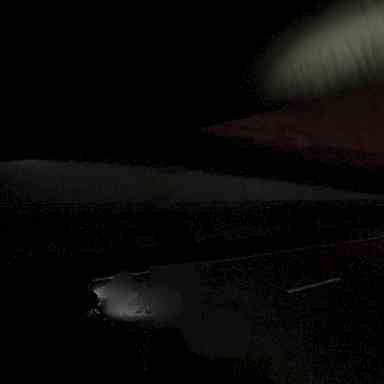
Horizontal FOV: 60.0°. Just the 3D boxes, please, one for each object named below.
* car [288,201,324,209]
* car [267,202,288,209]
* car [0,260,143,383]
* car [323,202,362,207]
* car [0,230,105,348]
[{"bbox_3d":[12.547,1.666,34.426,5.008,1.535,1.882,1,0,-35],"label":"car"},{"bbox_3d":[10.593,1.789,37.330,4.718,1.301,1.895,1,0,-35],"label":"car"},{"bbox_3d":[-2.655,1.472,1.855,5.008,1.535,1.882,0,0,-36],"label":"car"},{"bbox_3d":[15.074,1.793,31.929,4.718,1.301,1.895,1,0,-35],"label":"car"},{"bbox_3d":[-4.280,1.544,4.994,5.357,1.411,2.033,0,0,-36],"label":"car"}]
